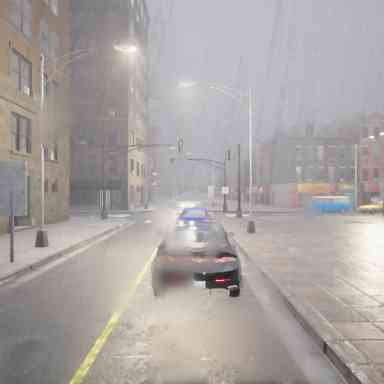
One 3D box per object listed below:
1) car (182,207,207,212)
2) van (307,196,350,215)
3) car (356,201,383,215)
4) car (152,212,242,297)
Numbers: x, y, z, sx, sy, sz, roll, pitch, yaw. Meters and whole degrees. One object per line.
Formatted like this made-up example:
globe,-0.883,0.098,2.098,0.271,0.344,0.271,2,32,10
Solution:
car,0.124,1.525,17.811,1.812,1.442,4.674,0,0,1
van,13.771,1.337,33.595,3.998,1.788,1.690,0,0,0
car,19.213,1.517,33.581,4.829,1.417,1.752,0,0,0
car,0.106,1.491,8.545,2.128,1.511,4.902,0,0,0
